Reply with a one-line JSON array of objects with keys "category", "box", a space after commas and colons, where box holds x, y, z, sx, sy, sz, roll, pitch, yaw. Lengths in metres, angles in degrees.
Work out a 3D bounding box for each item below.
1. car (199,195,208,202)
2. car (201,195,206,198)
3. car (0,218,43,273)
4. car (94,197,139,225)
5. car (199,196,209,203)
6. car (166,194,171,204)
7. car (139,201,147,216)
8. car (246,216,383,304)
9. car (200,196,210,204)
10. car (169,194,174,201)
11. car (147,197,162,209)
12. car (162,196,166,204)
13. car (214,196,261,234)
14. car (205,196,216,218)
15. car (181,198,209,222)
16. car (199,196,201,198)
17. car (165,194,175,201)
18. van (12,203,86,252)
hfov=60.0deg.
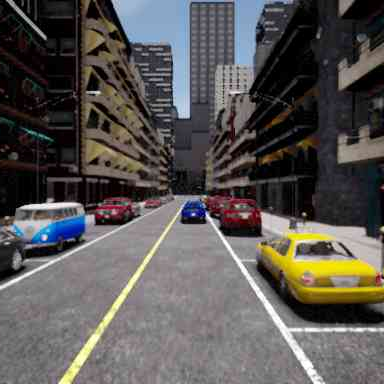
[{"category": "car", "box": [2.690, 1.547, 80.783, 1.967, 1.590, 4.097, -1, 0, 0]}, {"category": "car", "box": [2.683, 1.368, 41.569, 2.192, 1.841, 5.009, -1, 0, 0]}, {"category": "car", "box": [-5.667, 1.561, 7.986, 2.008, 1.369, 4.403, -1, 0, 0]}, {"category": "car", "box": [-5.690, 1.346, 24.792, 2.192, 1.841, 5.009, -1, 0, 0]}, {"category": "car", "box": [2.691, 1.664, 75.180, 1.947, 1.339, 4.313, -1, 0, 0]}, {"category": "car", "box": [-5.691, 1.634, 64.007, 2.008, 1.369, 4.403, -1, 0, 0]}, {"category": "car", "box": [-5.703, 1.589, 30.394, 2.008, 1.369, 4.403, -1, 0, 0]}, {"category": "car", "box": [2.680, 1.536, 8.126, 1.752, 1.417, 4.829, -1, 0, 0]}, {"category": "car", "box": [2.690, 1.617, 69.748, 1.752, 1.417, 4.829, -1, 0, 0]}, {"category": "car", "box": [-5.689, 1.649, 75.210, 2.008, 1.369, 4.403, -1, 0, 0]}, {"category": "car", "box": [-5.693, 1.643, 47.200, 1.802, 1.307, 4.206, -1, 0, 0]}, {"category": "car", "box": [-5.692, 1.650, 52.802, 1.802, 1.307, 4.206, -1, 0, 0]}, {"category": "car", "box": [2.679, 1.339, 19.160, 2.192, 1.841, 5.009, -1, 0, 0]}, {"category": "car", "box": [2.681, 1.354, 30.365, 2.192, 1.841, 5.009, -1, 0, 0]}, {"category": "car", "box": [0.104, 1.512, 26.790, 1.882, 1.535, 5.008, 0, 0, 0]}, {"category": "car", "box": [0.108, 1.551, 45.780, 2.128, 1.511, 4.902, 0, 0, 0]}, {"category": "car", "box": [-5.690, 1.429, 86.415, 2.192, 1.841, 5.009, -1, 0, 0]}, {"category": "van", "box": [-5.668, 1.358, 13.588, 1.690, 1.788, 3.998, -1, 0, 0]}]
